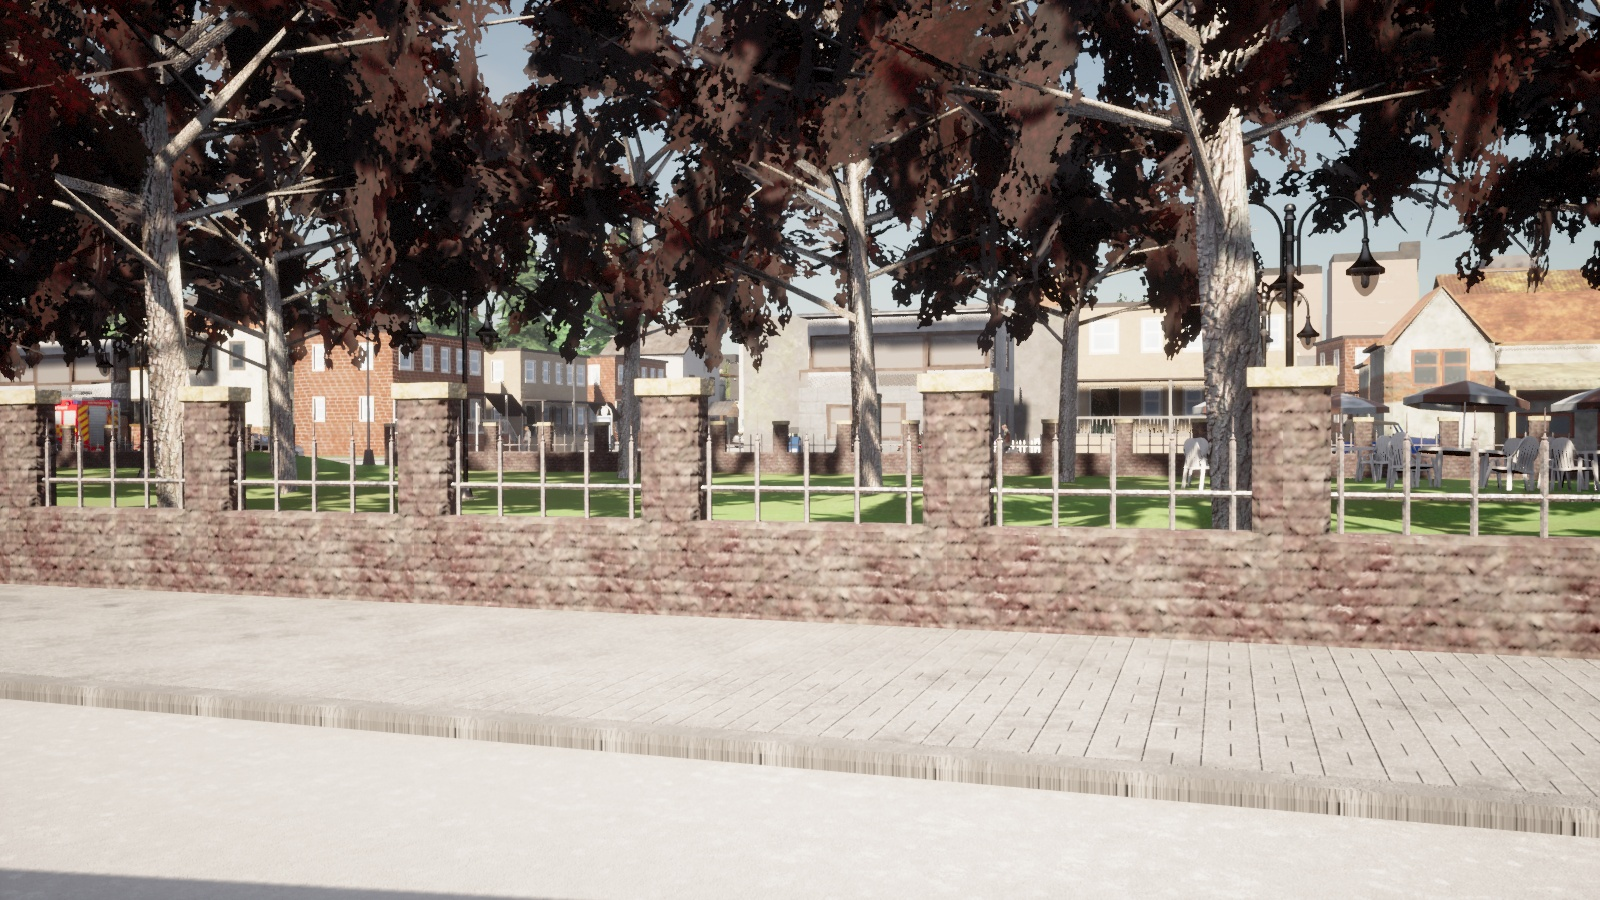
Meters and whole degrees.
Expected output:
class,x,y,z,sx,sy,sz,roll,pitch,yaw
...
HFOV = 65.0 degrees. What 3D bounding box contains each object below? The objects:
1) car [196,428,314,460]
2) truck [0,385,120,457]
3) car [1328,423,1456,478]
class,x,y,z,sx,sy,sz,roll,pitch,yaw
car,-26.459,-0.294,61.040,4.902,1.511,2.128,0,1,9
truck,-42.433,-1.619,70.039,8.468,3.827,2.891,1,1,19
car,20.874,-0.011,44.431,3.866,1.878,1.905,1,1,18
